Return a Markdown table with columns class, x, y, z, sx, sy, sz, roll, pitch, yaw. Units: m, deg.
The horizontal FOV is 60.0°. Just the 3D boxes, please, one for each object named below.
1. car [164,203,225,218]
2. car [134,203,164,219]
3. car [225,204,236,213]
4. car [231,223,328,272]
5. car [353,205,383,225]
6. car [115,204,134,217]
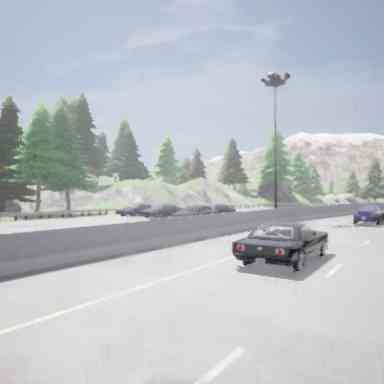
| class | x | y | z | sx | sy | sz | roll | pitch | yaw |
| --- | --- | --- | --- | --- | --- | --- | --- | --- | --- |
| car | 0.289 | 1.749 | 25.728 | 1.837 | 1.490 | 4.892 | -1 | -1 | 36 |
| car | -2.879 | 1.864 | 33.249 | 2.033 | 1.411 | 5.357 | 0 | -1 | 37 |
| car | 2.430 | 1.873 | 34.315 | 2.033 | 1.411 | 5.357 | -1 | -1 | 40 |
| car | 3.233 | 1.709 | 11.399 | 1.895 | 1.301 | 4.718 | 0 | -1 | 35 |
| car | 14.026 | 1.768 | 26.101 | 1.812 | 1.442 | 4.674 | -1 | -1 | 40 |
| car | -5.601 | 1.886 | 35.440 | 2.033 | 1.411 | 5.357 | 0 | -1 | 37 |
